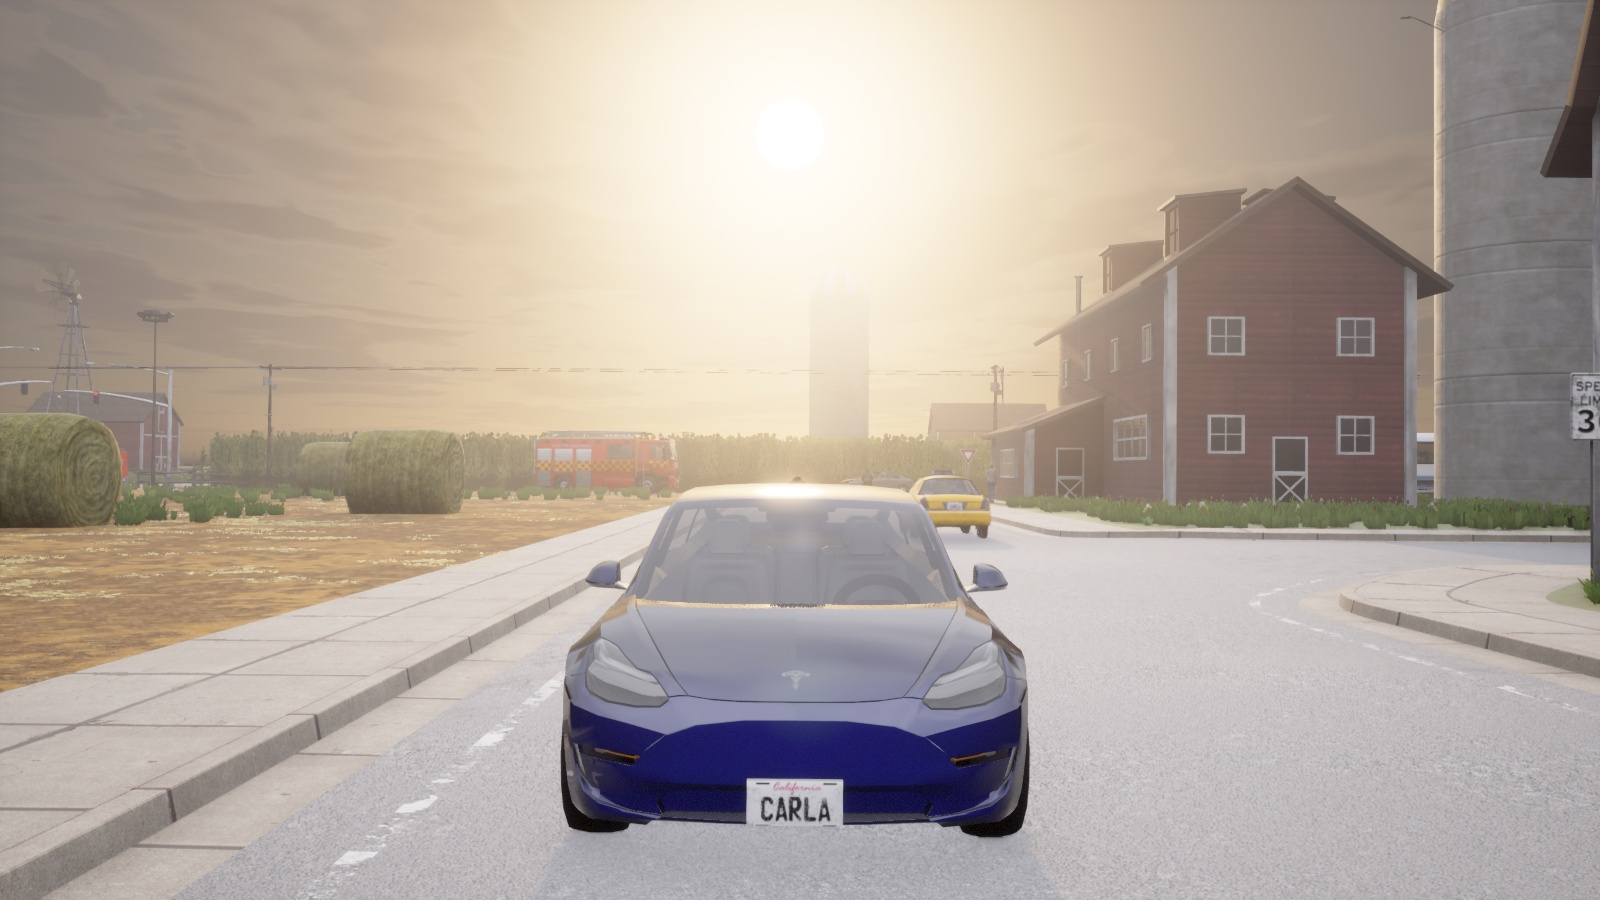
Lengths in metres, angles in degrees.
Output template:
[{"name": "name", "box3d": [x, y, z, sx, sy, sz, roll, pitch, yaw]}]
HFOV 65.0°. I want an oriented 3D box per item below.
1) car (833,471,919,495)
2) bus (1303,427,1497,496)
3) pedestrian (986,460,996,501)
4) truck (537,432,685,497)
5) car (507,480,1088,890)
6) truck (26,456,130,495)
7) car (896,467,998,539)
[{"name": "car", "box3d": [4.751, 2.051, 78.420, 4.902, 1.511, 2.128, 0, -1, -16]}, {"name": "bus", "box3d": [37.526, 0.746, 78.925, 10.273, 4.253, 3.944, 0, -1, 1]}, {"name": "pedestrian", "box3d": [8.625, 1.389, 56.670, 0.354, 1.836, 0.706, 0, -1, 3]}, {"name": "truck", "box3d": [-11.361, 0.889, 76.039, 8.468, 3.827, 2.891, 0, -1, 1]}, {"name": "car", "box3d": [-0.012, 0.931, 7.078, 2.163, 1.488, 4.792, 0, -1, 0]}, {"name": "truck", "box3d": [-46.138, 1.621, 80.355, 5.204, 2.467, 2.627, 0, -1, 6]}, {"name": "car", "box3d": [3.428, 1.226, 30.168, 1.801, 1.575, 5.366, 0, -1, 0]}]
